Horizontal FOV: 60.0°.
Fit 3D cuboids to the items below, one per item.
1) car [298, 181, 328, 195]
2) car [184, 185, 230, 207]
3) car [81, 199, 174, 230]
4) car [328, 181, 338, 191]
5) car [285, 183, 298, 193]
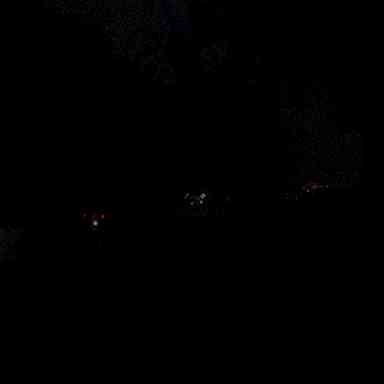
[{"bbox_3d":[15.143,-0.474,41.491,1.812,1.442,4.674,0,3,35],"label":"car"},{"bbox_3d":[1.308,0.224,27.695,2.097,1.767,4.553,0,3,36],"label":"car"},{"bbox_3d":[-3.006,1.003,16.607,1.895,1.301,4.718,0,3,36],"label":"car"},{"bbox_3d":[20.773,-0.945,50.127,2.033,1.411,5.357,0,3,32],"label":"car"},{"bbox_3d":[14.325,-0.595,45.724,1.994,1.385,4.181,0,3,34],"label":"car"}]
